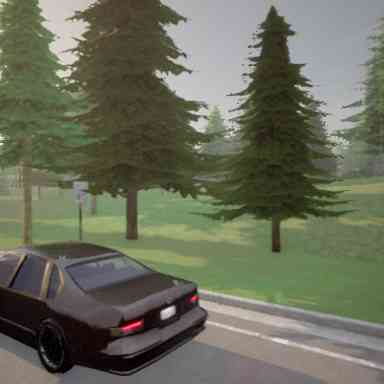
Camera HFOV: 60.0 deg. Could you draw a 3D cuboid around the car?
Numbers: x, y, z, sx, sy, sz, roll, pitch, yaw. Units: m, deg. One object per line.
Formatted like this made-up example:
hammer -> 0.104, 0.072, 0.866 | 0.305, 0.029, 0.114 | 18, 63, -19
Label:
car -> -2.342, 1.597, 5.663 | 5.357, 1.411, 2.033 | -1, 0, 36
